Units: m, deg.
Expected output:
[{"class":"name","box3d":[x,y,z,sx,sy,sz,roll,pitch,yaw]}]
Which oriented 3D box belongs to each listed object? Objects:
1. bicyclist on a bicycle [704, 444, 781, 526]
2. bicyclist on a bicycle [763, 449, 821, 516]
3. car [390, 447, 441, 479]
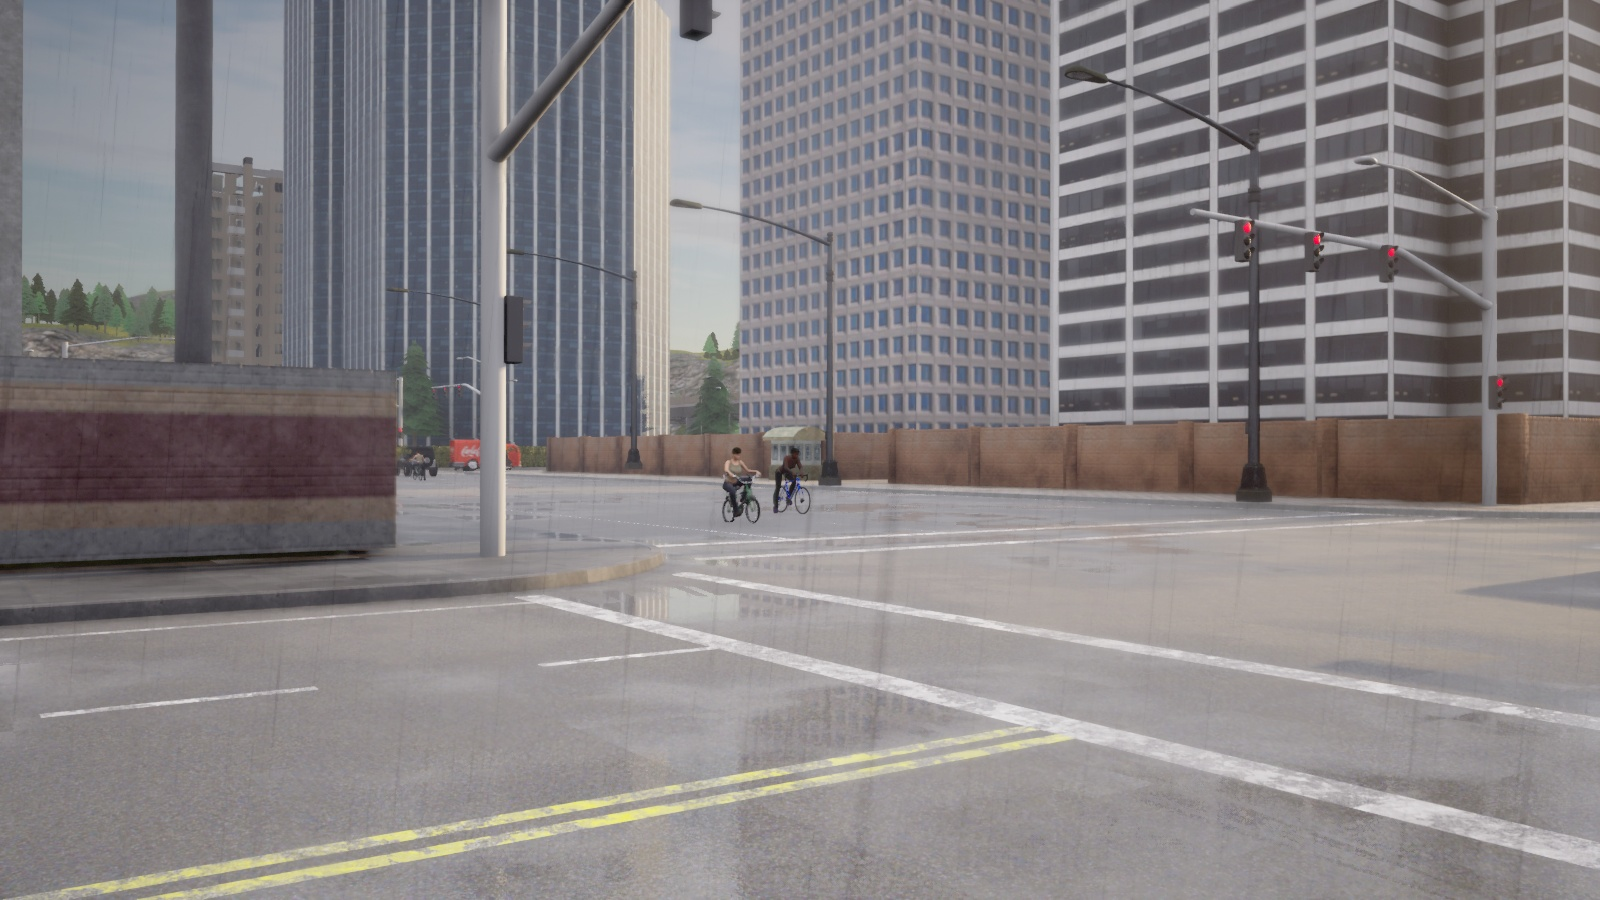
[{"class":"bicyclist on a bicycle","box3d":[-1.223,0.743,26.374,0.866,1.612,1.509,0,-5,-34]},{"class":"bicyclist on a bicycle","box3d":[-0.208,0.774,31.064,0.582,1.620,1.656,0,0,-35]},{"class":"car","box3d":[-23.771,0.781,77.625,1.905,1.878,3.866,0,0,-35]}]
